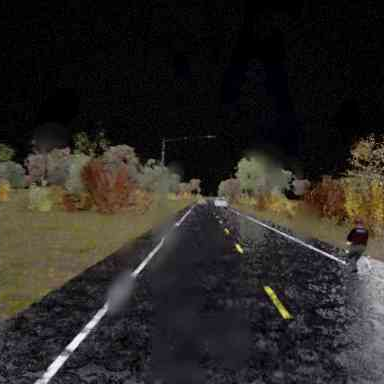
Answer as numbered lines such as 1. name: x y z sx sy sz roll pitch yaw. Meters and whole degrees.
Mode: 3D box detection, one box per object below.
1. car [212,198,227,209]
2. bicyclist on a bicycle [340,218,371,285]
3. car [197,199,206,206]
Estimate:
1. car: 5.476 2.122 63.809 2.150 2.045 5.566 2 0 2
2. bicyclist on a bicycle: 4.642 1.620 9.515 0.659 1.776 1.843 2 0 2
3. car: 2.304 2.324 77.754 2.097 1.767 4.553 2 -1 2
